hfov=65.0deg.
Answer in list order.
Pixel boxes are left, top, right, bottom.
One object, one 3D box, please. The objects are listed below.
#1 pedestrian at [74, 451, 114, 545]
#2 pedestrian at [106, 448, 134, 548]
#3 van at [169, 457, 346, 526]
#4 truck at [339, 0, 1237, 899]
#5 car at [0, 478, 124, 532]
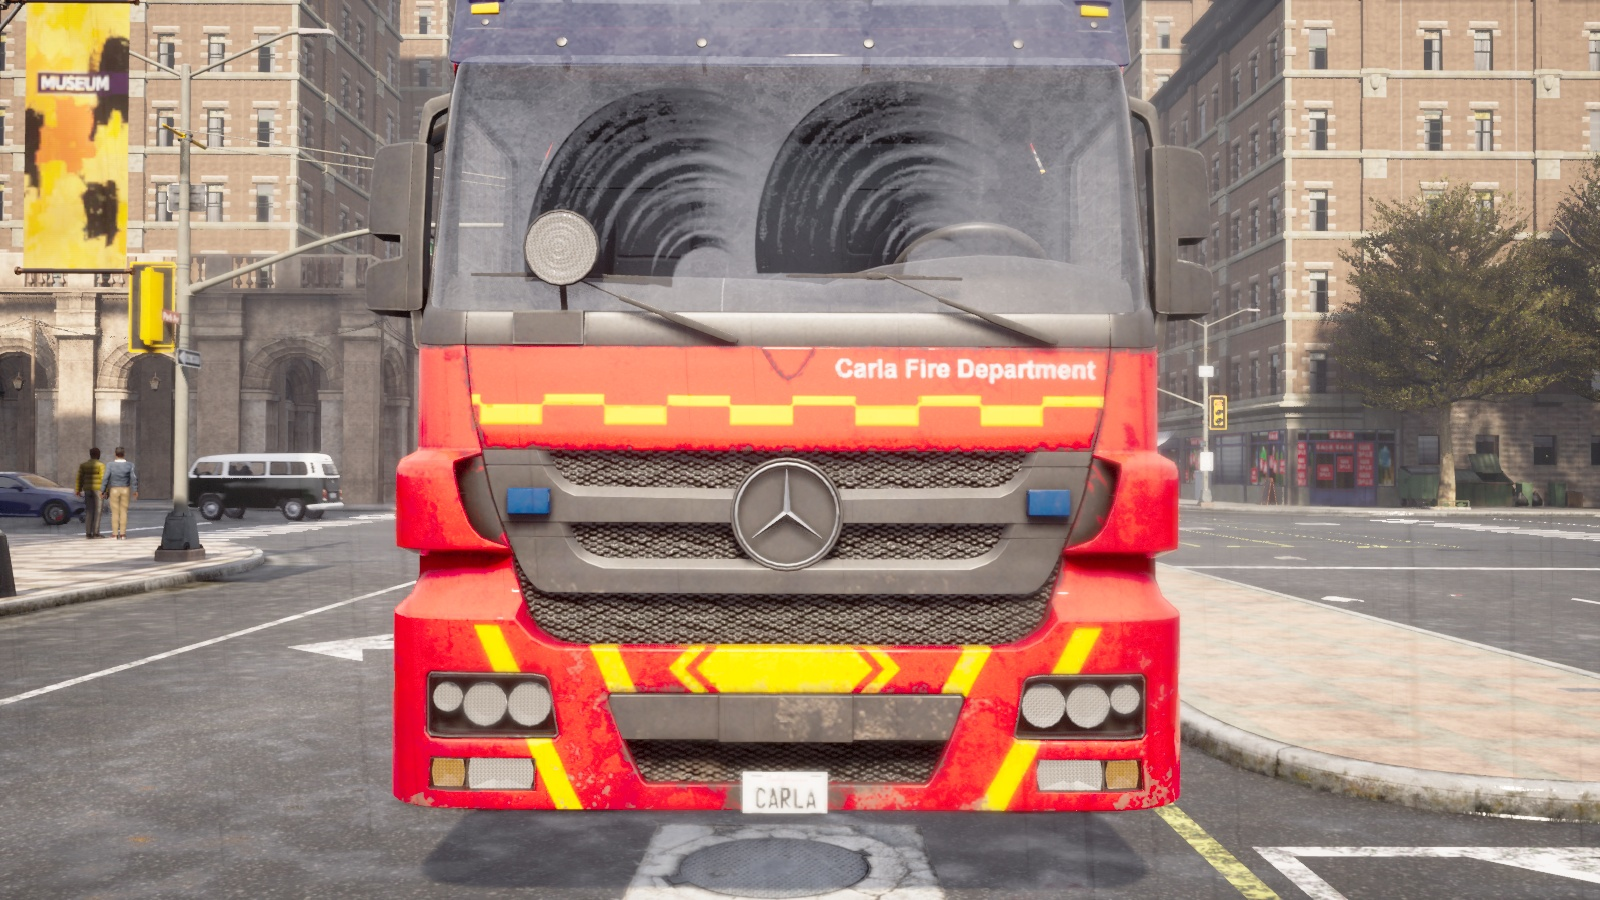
[{"bbox_3d":[-14.035,0.946,24.985,0.370,1.835,0.726,0,-1,0],"label":"pedestrian"},{"bbox_3d":[-13.447,0.941,24.820,0.423,1.949,0.788,0,-1,-32],"label":"pedestrian"},{"bbox_3d":[-16.439,1.244,38.236,4.480,2.038,2.069,0,-1,0],"label":"van"},{"bbox_3d":[-0.054,-0.211,8.305,2.891,3.827,8.468,0,-1,0],"label":"truck"},{"bbox_3d":[-21.513,1.508,34.691,4.674,1.442,1.812,0,-1,0],"label":"car"}]
